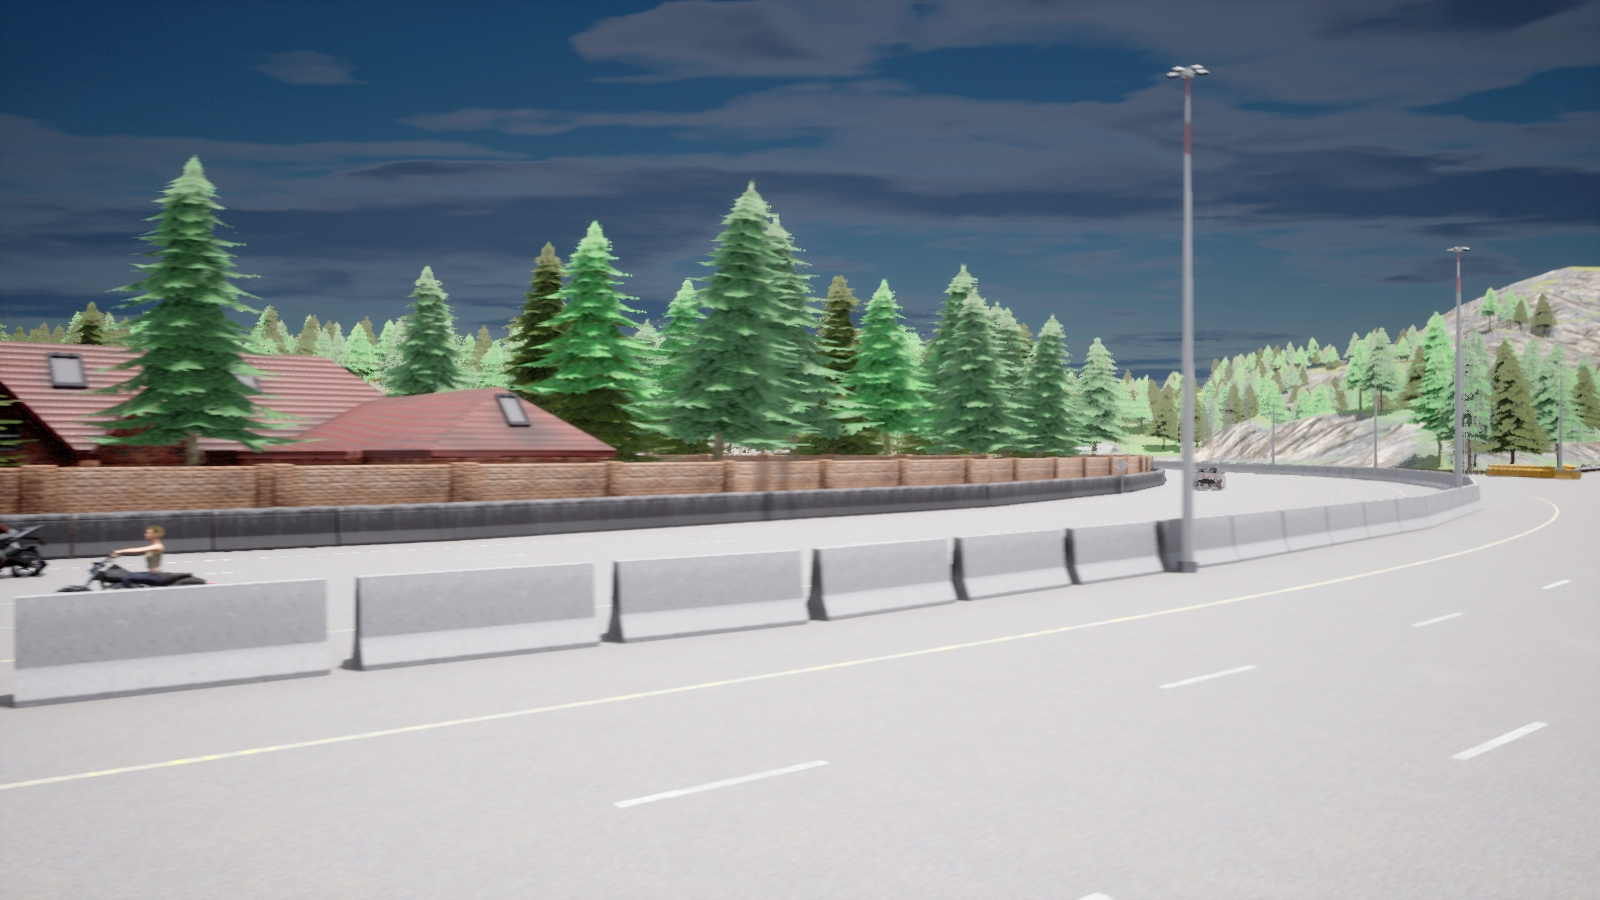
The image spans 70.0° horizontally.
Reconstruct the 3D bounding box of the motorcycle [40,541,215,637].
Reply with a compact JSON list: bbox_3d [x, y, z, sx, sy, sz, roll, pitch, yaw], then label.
[{"bbox_3d":[-10.650,2.175,18.197,2.356,1.325,0.764,0,-1,-28],"label":"motorcycle"}]

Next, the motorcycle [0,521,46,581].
[{"bbox_3d":[-17.891,2.247,25.071,2.209,1.251,0.867,0,-1,-35],"label":"motorcycle"}]
